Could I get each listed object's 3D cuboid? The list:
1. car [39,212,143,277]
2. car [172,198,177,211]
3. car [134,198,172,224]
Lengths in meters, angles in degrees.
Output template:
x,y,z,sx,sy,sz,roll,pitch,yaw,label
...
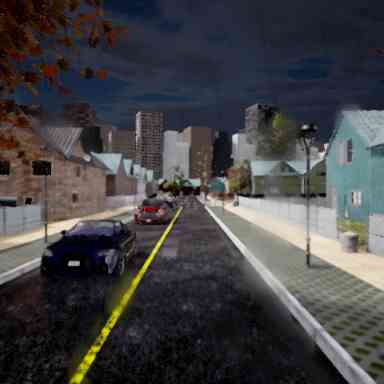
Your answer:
x,y,z,sx,sy,sz,roll,pitch,yaw,label
-2.857,1.532,10.013,1.994,1.385,4.181,0,0,0,car
-2.787,1.441,39.473,1.994,1.385,4.181,0,0,0,car
-2.799,1.274,23.786,2.097,1.767,4.553,0,0,0,car
